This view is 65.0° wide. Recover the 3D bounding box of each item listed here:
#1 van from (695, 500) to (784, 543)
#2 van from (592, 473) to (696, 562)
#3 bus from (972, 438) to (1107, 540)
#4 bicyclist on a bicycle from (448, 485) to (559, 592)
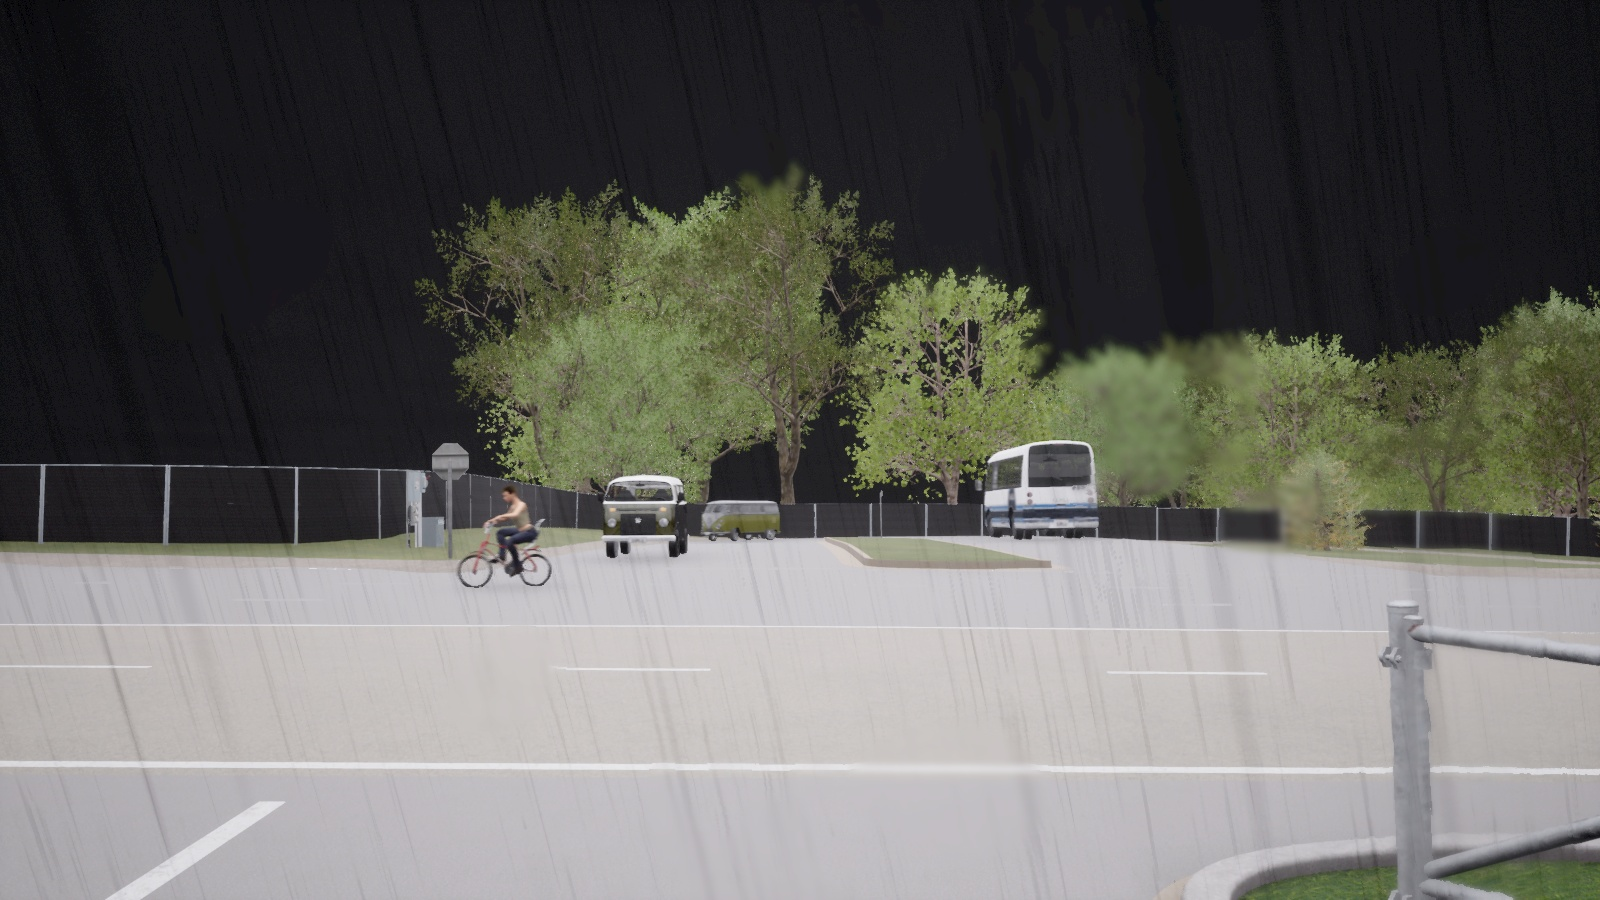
[{"bbox_3d":[-2.916,3.497,61.568,1.775,1.987,4.442,-4,-4,40],"label":"van"},{"bbox_3d":[-3.813,1.671,31.439,2.069,2.038,4.480,-1,-3,-1],"label":"van"},{"bbox_3d":[10.917,1.914,58.683,3.944,4.253,10.273,-1,-3,-2],"label":"bus"},{"bbox_3d":[-4.642,1.386,19.631,1.509,1.612,0.866,1,-6,-29],"label":"bicyclist on a bicycle"}]
